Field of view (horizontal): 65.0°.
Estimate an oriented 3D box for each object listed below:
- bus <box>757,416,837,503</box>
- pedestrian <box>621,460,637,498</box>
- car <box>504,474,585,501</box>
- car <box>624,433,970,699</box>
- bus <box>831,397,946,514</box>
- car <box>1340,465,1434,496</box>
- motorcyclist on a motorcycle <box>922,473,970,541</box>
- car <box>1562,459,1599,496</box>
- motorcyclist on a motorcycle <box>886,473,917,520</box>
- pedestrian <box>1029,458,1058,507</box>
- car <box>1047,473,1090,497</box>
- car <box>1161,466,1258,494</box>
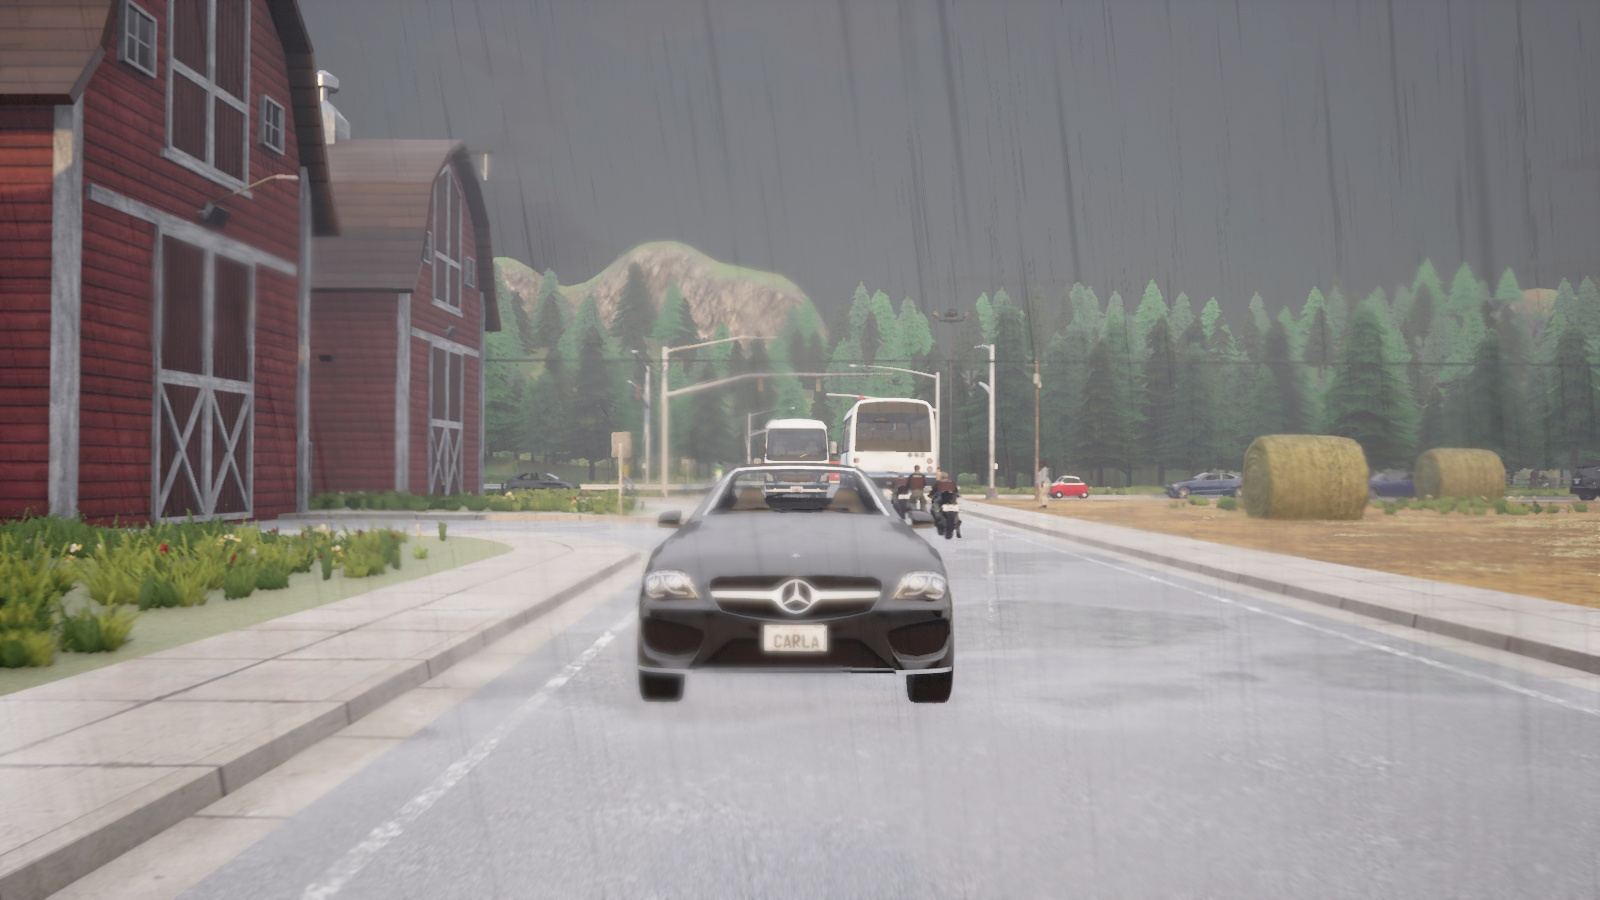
[{"bbox_3d":[-0.168,0.562,66.735,3.944,4.253,10.273,0,-1,0],"label":"bus"},{"bbox_3d":[-8.286,1.407,60.715,0.706,1.836,0.354,0,-1,-17],"label":"pedestrian"},{"bbox_3d":[-14.505,2.110,71.361,4.193,1.474,1.816,0,-1,1],"label":"car"},{"bbox_3d":[-0.026,0.767,10.358,2.152,1.651,5.027,0,-1,0],"label":"car"},{"bbox_3d":[3.371,0.280,51.189,3.944,4.253,10.273,0,-1,0],"label":"bus"},{"bbox_3d":[34.602,1.805,74.096,4.553,1.767,2.097,0,-1,1],"label":"car"},{"bbox_3d":[3.430,1.316,29.719,0.866,1.530,2.191,0,0,0],"label":"motorcyclist on a motorcycle"},{"bbox_3d":[46.206,1.552,70.419,5.566,2.045,2.150,0,-1,1],"label":"car"},{"bbox_3d":[3.398,1.543,42.153,0.866,1.530,2.191,0,-1,0],"label":"motorcyclist on a motorcycle"},{"bbox_3d":[9.404,1.248,48.534,0.900,1.855,0.874,-1,-1,25],"label":"pedestrian"},{"bbox_3d":[15.903,2.081,74.385,2.207,1.376,1.481,0,-1,1],"label":"car"},{"bbox_3d":[24.177,1.769,74.260,5.027,1.651,2.152,0,-1,1],"label":"car"}]
